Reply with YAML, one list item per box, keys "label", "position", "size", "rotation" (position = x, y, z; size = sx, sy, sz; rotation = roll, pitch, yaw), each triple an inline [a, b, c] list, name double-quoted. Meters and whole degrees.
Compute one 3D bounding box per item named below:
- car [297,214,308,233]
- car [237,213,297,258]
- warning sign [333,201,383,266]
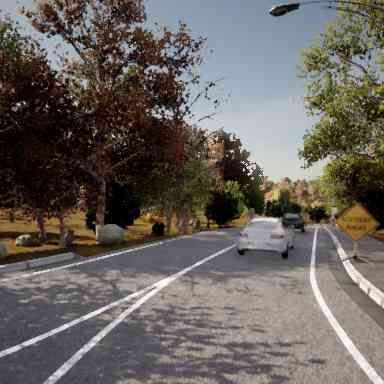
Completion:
- label: "car"
  position: [8.444, 2.564, 27.672]
  size: [1.837, 1.490, 4.892]
  rotation: [0, -4, 21]
- label: "car"
  position: [3.113, 1.752, 13.622]
  size: [1.812, 1.442, 4.674]
  rotation: [0, -2, 21]
- label: "warning sign"
  position: [5.319, 1.274, 10.756]
  size: [1.300, 1.860, 1.060]
  rotation: [2, 1, 21]
